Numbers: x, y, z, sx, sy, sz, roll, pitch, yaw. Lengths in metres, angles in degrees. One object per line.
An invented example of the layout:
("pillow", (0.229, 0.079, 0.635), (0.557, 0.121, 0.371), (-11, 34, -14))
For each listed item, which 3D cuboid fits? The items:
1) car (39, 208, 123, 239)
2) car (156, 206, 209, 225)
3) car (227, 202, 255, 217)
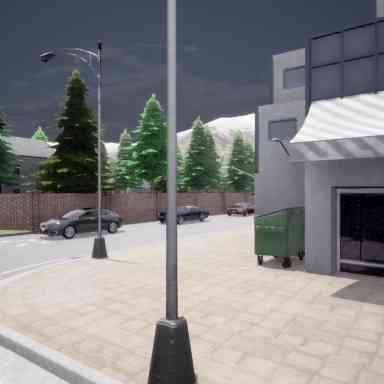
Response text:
("car", (-6.158, 1.681, 18.908), (1.837, 1.490, 4.892), (0, 0, 36))
("car", (-0.644, 1.777, 26.353), (1.895, 1.301, 4.718), (0, 0, 36))
("car", (5.290, 1.740, 34.356), (1.994, 1.385, 4.181), (0, 0, 36))
